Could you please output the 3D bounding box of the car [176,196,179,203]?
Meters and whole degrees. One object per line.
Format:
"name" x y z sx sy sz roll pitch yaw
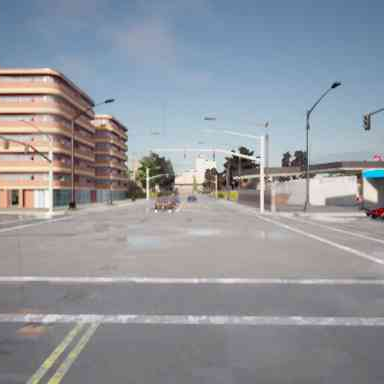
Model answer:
"car" -3.568 1.558 52.931 1.895 1.301 4.718 0 0 0

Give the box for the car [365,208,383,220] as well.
"car" 16.542 1.579 26.622 4.718 1.301 1.895 0 0 1

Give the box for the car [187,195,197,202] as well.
"car" 0.020 1.281 71.002 1.812 1.442 4.674 0 0 0

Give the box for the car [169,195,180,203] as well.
"car" -3.506 1.451 66.219 1.837 1.490 4.892 0 0 1

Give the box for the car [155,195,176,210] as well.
"car" -3.574 1.317 42.889 2.097 1.767 4.553 0 0 0
